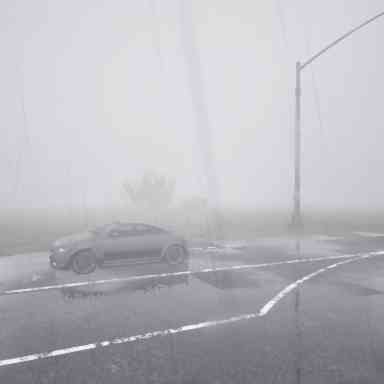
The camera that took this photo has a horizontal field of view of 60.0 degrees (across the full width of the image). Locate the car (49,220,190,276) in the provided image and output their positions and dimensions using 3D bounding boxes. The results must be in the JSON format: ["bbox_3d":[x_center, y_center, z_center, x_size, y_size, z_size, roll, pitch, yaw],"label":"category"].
[{"bbox_3d":[-2.159,1.590,10.310,4.181,1.385,1.994,0,0,-25],"label":"car"}]
